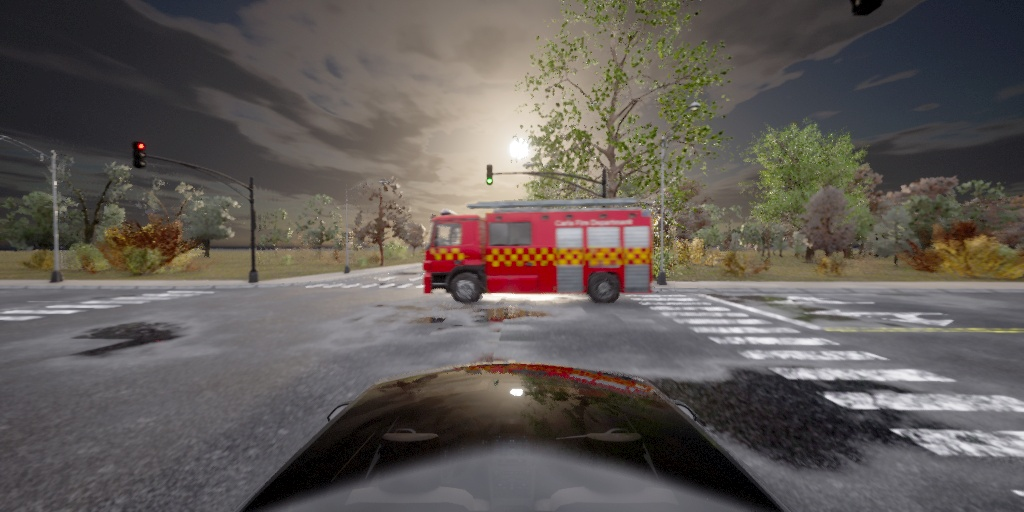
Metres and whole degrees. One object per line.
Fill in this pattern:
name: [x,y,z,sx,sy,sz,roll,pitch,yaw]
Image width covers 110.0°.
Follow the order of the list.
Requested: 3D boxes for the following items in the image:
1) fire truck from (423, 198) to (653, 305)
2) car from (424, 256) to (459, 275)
fire truck: [0.953,-0.168,14.305,8.468,3.827,2.891,-1,1,4]
car: [-6.374,0.833,32.967,2.128,1.511,4.902,0,1,1]
